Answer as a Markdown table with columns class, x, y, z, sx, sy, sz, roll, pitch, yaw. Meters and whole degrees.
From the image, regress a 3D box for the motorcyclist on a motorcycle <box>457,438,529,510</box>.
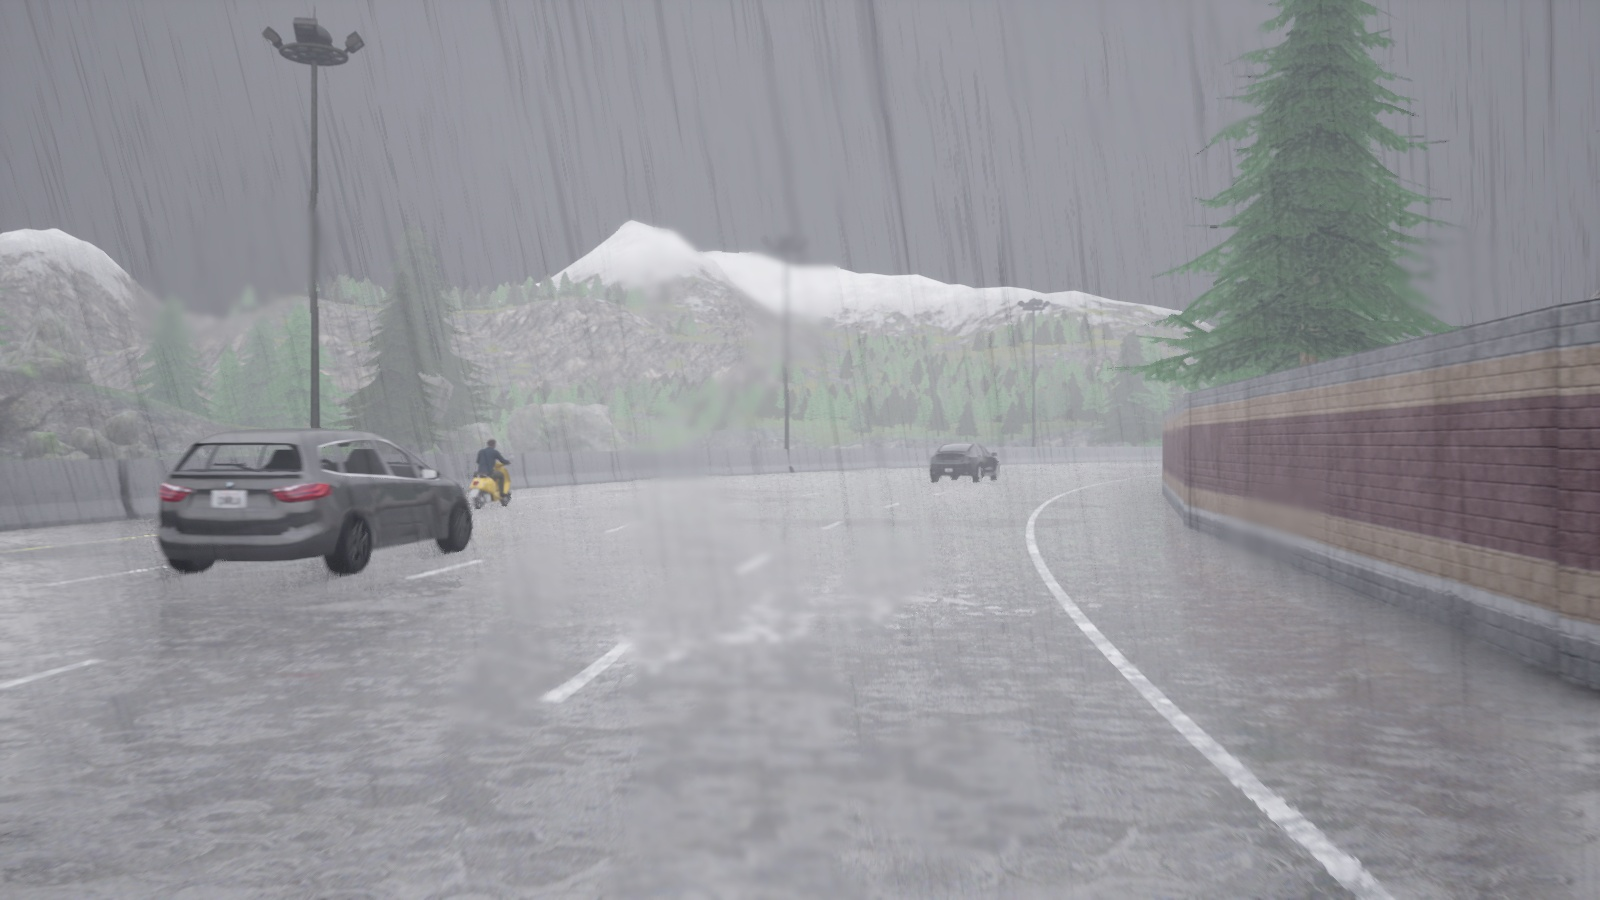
| class | x | y | z | sx | sy | sz | roll | pitch | yaw |
| --- | --- | --- | --- | --- | --- | --- | --- | --- | --- |
| motorcyclist on a motorcycle | -7.022 | 0.531 | 28.843 | 0.866 | 1.590 | 1.817 | 1 | 0 | 13 |

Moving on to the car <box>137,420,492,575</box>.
| class | x | y | z | sx | sy | sz | roll | pitch | yaw |
| --- | --- | --- | --- | --- | --- | --- | --- | --- | --- |
| car | -5.835 | 0.496 | 15.886 | 2.242 | 1.667 | 4.611 | 0 | 0 | 8 |

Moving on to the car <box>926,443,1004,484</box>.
| class | x | y | z | sx | sy | sz | roll | pitch | yaw |
| --- | --- | --- | --- | --- | --- | --- | --- | --- | --- |
| car | 6.434 | 0.484 | 48.472 | 1.837 | 1.490 | 4.892 | 0 | 0 | 22 |
